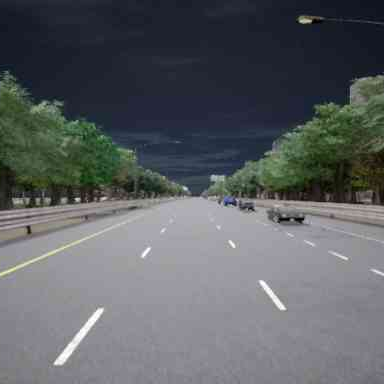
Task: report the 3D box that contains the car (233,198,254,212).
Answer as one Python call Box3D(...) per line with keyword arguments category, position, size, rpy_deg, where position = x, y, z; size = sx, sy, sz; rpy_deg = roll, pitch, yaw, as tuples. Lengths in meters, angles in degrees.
Box3D(category="car", position=(7.110, 1.805, 44.551), size=(1.837, 1.490, 4.892), rpy_deg=(0, -1, 0))

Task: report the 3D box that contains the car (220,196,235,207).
Box3D(category="car", position=(7.225, 1.754, 63.805), size=(2.150, 2.045, 5.566), rpy_deg=(0, -1, 0))

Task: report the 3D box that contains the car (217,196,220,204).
Box3D(category="car", position=(7.361, 1.968, 80.901), size=(2.150, 2.045, 5.566), rpy_deg=(0, -1, 1))

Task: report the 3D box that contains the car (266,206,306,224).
Box3D(category="car", position=(7.037, 1.709, 25.526), size=(1.895, 1.301, 4.718), rpy_deg=(0, 0, 0))
